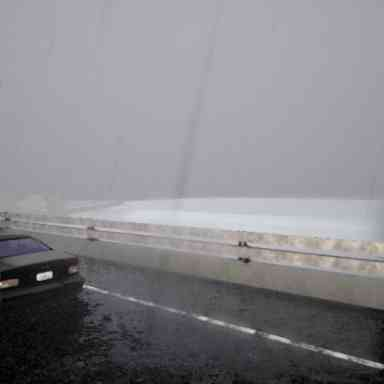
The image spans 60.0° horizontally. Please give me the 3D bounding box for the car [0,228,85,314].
[{"bbox_3d":[-4.645,1.522,7.333,5.357,1.411,2.033,0,0,36],"label":"car"}]
